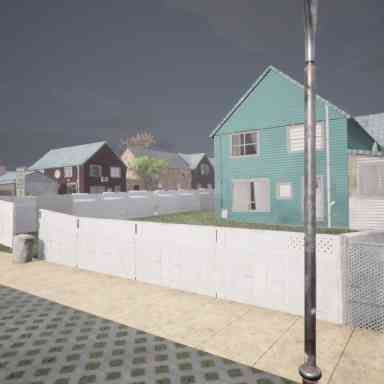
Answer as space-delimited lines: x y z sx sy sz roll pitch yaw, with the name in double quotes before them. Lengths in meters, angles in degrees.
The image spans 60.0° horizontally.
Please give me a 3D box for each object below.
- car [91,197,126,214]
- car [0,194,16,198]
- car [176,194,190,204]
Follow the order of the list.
"car" -7.549 0.950 28.692 1.882 1.535 5.008 -1 1 35
"car" -12.718 1.067 21.325 2.097 1.767 4.553 -1 1 35
"car" -1.852 0.684 36.804 1.882 1.535 5.008 -1 1 35
